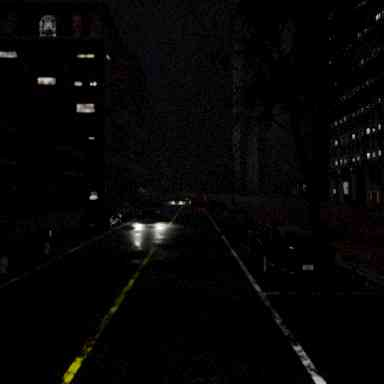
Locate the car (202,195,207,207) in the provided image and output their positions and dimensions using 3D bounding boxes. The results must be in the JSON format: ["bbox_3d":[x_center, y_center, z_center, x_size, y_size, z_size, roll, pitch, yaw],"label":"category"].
[{"bbox_3d":[2.759,1.403,43.349,2.008,1.369,4.403,1,0,0],"label":"car"}]

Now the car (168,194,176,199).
[{"bbox_3d":[-5.555,1.247,93.488,2.008,1.369,4.403,1,0,0],"label":"car"}]

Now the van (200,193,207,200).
[{"bbox_3d":[2.813,1.071,82.337,1.690,1.788,3.998,1,0,0],"label":"van"}]

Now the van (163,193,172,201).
[{"bbox_3d":[-5.574,1.089,76.780,1.690,1.788,3.998,1,0,0],"label":"van"}]

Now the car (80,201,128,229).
[{"bbox_3d":[-5.651,1.493,21.084,1.947,1.339,4.313,1,0,0],"label":"car"}]

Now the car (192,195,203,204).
[{"bbox_3d":[0.980,1.301,61.038,1.837,1.490,4.892,0,0,0],"label":"car"}]

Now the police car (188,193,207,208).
[{"bbox_3d":[0.744,1.272,45.135,1.930,1.638,5.238,0,0,-2],"label":"police car"}]

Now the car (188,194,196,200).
[{"bbox_3d":[0.106,1.265,80.264,1.895,1.301,4.718,0,0,0],"label":"car"}]

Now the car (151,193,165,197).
[{"bbox_3d":[-5.611,1.150,48.930,2.192,1.841,5.009,1,0,0],"label":"car"}]

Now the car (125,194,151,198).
[{"bbox_3d":[-5.632,1.205,32.223,2.192,1.841,5.009,1,0,0],"label":"car"}]

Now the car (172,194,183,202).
[{"bbox_3d":[-2.918,1.252,67.332,1.882,1.535,5.008,0,0,0],"label":"car"}]

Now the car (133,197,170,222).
[{"bbox_3d":[-3.065,1.388,25.908,1.882,1.535,5.008,0,0,0],"label":"car"}]

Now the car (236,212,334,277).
[{"bbox_3d":[2.715,1.515,9.932,2.008,1.369,4.403,1,0,0],"label":"car"}]

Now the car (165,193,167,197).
[{"bbox_3d":[-5.607,1.362,54.501,1.887,1.381,4.507,1,0,0],"label":"car"}]

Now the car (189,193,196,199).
[{"bbox_3d":[0.122,1.026,92.452,1.882,1.535,5.008,0,0,0],"label":"car"}]

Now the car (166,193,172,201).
[{"bbox_3d":[-5.592,1.348,65.641,1.947,1.339,4.313,1,0,0],"label":"car"}]

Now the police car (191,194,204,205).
[{"bbox_3d":[0.906,1.240,55.136,1.930,1.638,5.238,0,0,-1],"label":"police car"}]

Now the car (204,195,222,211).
[{"bbox_3d":[2.751,1.422,37.781,2.008,1.369,4.403,1,0,0],"label":"car"}]

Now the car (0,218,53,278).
[{"bbox_3d":[-5.666,1.516,9.945,2.008,1.369,4.403,1,0,0],"label":"car"}]

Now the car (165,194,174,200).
[{"bbox_3d":[-5.570,1.256,82.180,1.752,1.417,4.829,1,0,0],"label":"car"}]

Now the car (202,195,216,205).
[{"bbox_3d":[2.775,1.257,54.488,1.967,1.590,4.097,1,0,0],"label":"car"}]

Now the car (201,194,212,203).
[{"bbox_3d":[2.790,1.221,65.628,1.967,1.590,4.097,1,0,0],"label":"car"}]

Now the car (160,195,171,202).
[{"bbox_3d":[-5.585,1.316,71.210,2.008,1.369,4.403,1,0,0],"label":"car"}]

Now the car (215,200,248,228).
[{"bbox_3d":[2.730,1.451,21.242,1.752,1.417,4.829,1,0,0],"label":"car"}]

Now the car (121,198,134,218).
[{"bbox_3d":[-5.643,1.434,26.483,1.752,1.417,4.829,1,0,0],"label":"car"}]

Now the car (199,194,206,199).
[{"bbox_3d":[2.824,1.278,93.476,1.802,1.307,4.206,1,0,0],"label":"car"}]
